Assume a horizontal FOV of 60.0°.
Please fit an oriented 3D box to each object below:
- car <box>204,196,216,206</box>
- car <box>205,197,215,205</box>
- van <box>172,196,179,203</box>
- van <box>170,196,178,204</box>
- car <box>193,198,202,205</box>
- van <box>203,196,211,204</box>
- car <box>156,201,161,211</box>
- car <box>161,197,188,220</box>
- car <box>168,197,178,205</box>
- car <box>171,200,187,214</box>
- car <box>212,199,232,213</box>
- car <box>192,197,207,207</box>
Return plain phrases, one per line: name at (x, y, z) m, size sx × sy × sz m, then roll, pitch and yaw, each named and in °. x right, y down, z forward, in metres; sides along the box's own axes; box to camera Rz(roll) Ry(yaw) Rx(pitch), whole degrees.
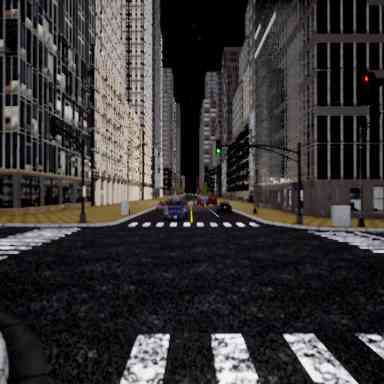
car at (3.750, 1.763, 63.456) m, size 2.192 × 1.841 × 5.009 m, roll 0°, pitch 0°, yaw 0°
car at (3.724, 1.921, 68.983) m, size 1.967 × 1.590 × 4.097 m, roll 0°, pitch 0°, yaw 0°
van at (-4.235, 1.921, 85.528) m, size 1.690 × 1.788 × 3.998 m, roll 0°, pitch 0°, yaw 0°
van at (-4.209, 1.888, 80.001) m, size 1.690 × 1.788 × 3.998 m, roll 0°, pitch 0°, yaw 0°
car at (1.153, 2.005, 72.798) m, size 1.837 × 1.490 × 4.892 m, roll 0°, pitch 0°, yaw 0°
van at (3.671, 1.888, 80.038) m, size 1.690 × 1.788 × 3.998 m, roll 0°, pitch 0°, yaw 0°
car at (-4.052, 1.925, 46.834) m, size 1.802 × 1.307 × 4.206 m, roll 0°, pitch 0°, yaw 0°
car at (-1.482, 1.590, 30.926) m, size 2.097 × 1.767 × 4.553 m, roll 0°, pitch 0°, yaw -1°
car at (-4.183, 1.954, 74.473) m, size 1.967 × 1.590 × 4.097 m, roll 0°, pitch 0°, yaw 0°
car at (-1.558, 1.783, 41.101) m, size 1.882 × 1.535 × 5.008 m, roll 0°, pitch 0°, yaw 0°
car at (3.904, 1.873, 41.346) m, size 1.947 × 1.339 × 4.313 m, roll 0°, pitch 0°, yaw 0°
car at (1.280, 2.044, 62.629) m, size 1.895 × 1.301 × 4.718 m, roll 0°, pitch 0°, yaw 0°
